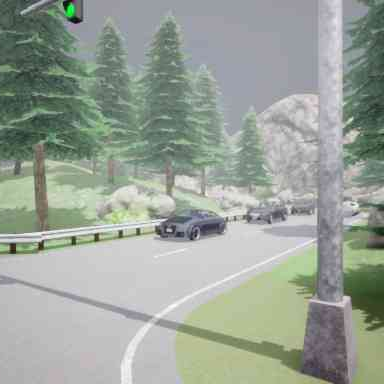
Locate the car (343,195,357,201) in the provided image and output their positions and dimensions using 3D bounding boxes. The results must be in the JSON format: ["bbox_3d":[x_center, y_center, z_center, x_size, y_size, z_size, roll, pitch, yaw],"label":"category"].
[{"bbox_3d":[15.285,1.353,32.933,2.150,2.045,5.566,0,-1,31],"label":"car"}]

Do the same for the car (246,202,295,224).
[{"bbox_3d":[5.725,1.507,25.092,2.128,1.511,4.902,0,0,35],"label":"car"}]

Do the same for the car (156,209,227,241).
[{"bbox_3d":[0.091,1.579,16.896,1.994,1.385,4.181,0,0,34],"label":"car"}]

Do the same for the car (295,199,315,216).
[{"bbox_3d":[11.298,1.520,33.656,1.837,1.490,4.892,0,0,27],"label":"car"}]
